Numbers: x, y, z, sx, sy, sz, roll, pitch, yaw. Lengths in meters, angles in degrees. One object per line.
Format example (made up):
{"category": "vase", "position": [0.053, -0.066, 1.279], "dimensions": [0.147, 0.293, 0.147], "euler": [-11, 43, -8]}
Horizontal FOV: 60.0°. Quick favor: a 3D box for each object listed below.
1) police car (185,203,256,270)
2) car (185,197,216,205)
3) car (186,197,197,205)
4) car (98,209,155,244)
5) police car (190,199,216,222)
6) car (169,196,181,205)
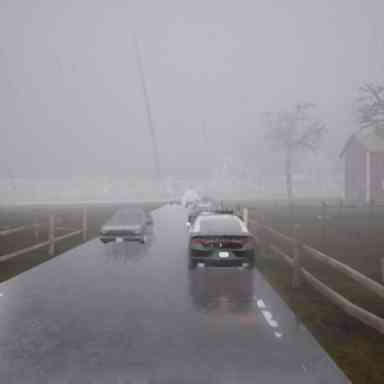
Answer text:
{"category": "police car", "position": [0.813, 1.395, 11.090], "dimensions": [1.930, 1.638, 5.238], "euler": [0, 0, 0]}
{"category": "car", "position": [0.801, 1.325, 20.956], "dimensions": [2.097, 1.767, 4.553], "euler": [0, 0, 0]}
{"category": "car", "position": [-0.067, 1.638, 62.022], "dimensions": [1.895, 1.301, 4.718], "euler": [0, 0, 0]}
{"category": "car", "position": [-2.867, 1.515, 15.811], "dimensions": [2.033, 1.411, 5.357], "euler": [0, 0, 0]}
{"category": "police car", "position": [0.796, 1.414, 27.098], "dimensions": [1.930, 1.638, 5.238], "euler": [0, 0, 0]}
{"category": "car", "position": [-2.874, 1.514, 57.994], "dimensions": [1.882, 1.535, 5.008], "euler": [0, 0, 0]}
